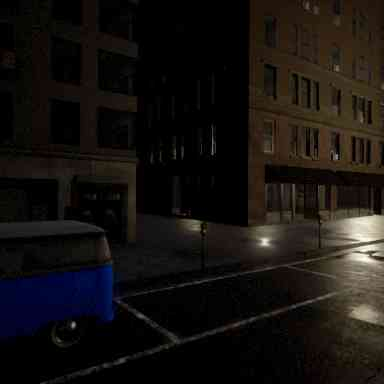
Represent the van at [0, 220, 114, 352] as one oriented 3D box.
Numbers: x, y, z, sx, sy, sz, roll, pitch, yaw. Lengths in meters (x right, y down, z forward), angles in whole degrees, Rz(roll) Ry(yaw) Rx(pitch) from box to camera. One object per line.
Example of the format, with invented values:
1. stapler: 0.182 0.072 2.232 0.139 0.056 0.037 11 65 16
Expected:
1. van: -3.091 1.341 4.548 3.998 1.788 1.690 0 1 -36
